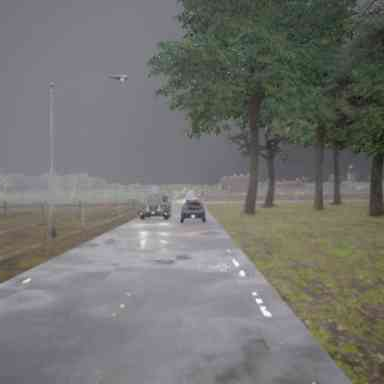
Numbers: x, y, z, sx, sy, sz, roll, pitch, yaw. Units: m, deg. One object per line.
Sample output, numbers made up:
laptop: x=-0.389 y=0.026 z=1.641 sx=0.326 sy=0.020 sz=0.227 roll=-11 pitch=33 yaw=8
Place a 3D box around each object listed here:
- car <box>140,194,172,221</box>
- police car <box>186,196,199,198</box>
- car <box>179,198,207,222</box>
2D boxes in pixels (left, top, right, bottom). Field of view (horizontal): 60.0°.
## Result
car: x=-2.841 y=1.170 z=27.182 sx=2.150 sy=2.045 sz=5.566 roll=0 pitch=0 yaw=0
police car: x=0.026 y=1.381 z=47.471 sx=1.930 sy=1.638 sz=5.238 roll=0 pitch=0 yaw=0
car: x=0.084 y=1.456 z=25.965 sx=1.837 sy=1.490 sz=4.892 roll=0 pitch=0 yaw=0
